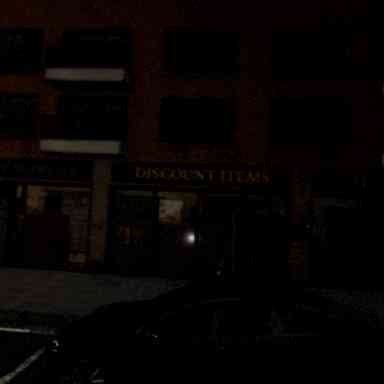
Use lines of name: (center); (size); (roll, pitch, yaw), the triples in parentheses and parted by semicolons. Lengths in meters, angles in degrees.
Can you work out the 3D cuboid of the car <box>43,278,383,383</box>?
car: (0.328, 1.884, 4.427); (4.313, 1.339, 1.947); (2, -4, 5)
